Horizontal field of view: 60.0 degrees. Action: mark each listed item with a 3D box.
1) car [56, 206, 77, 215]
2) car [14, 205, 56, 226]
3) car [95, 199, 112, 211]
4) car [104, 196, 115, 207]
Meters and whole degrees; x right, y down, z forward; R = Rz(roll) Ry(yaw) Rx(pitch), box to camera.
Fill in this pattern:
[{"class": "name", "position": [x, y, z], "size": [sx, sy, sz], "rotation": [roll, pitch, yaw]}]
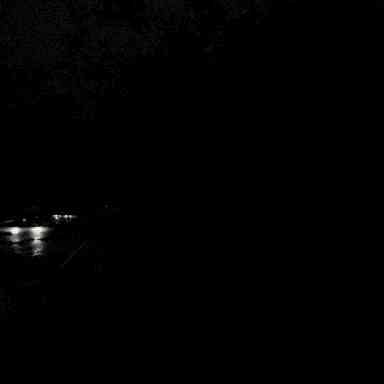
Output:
[{"class": "car", "position": [-14.989, 1.895, 39.811], "size": [2.033, 1.411, 5.357], "rotation": [0, 0, -10]}, {"class": "car", "position": [-12.543, 1.807, 26.429], "size": [1.837, 1.490, 4.892], "rotation": [0, -1, -10]}, {"class": "car", "position": [-12.647, 2.002, 47.467], "size": [1.895, 1.301, 4.718], "rotation": [0, -1, -10]}, {"class": "car", "position": [-14.609, 1.762, 57.612], "size": [2.150, 2.045, 5.566], "rotation": [0, -1, -10]}]
